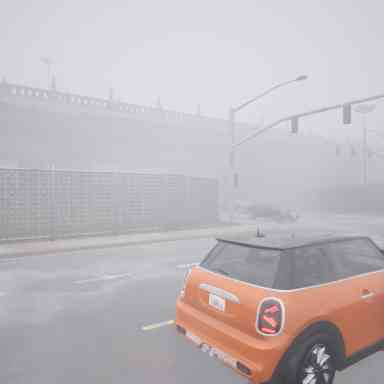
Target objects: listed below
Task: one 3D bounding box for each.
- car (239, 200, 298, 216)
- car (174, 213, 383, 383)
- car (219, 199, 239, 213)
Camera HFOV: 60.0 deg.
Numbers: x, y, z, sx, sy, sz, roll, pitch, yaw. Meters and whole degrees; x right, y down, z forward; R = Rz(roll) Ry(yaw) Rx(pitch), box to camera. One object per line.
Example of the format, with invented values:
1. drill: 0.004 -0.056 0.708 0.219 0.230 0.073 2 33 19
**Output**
1. car: 6.304 1.546 26.546 2.128 1.511 4.902 0 0 -30
2. car: 2.045 1.352 5.245 4.553 1.767 2.097 0 0 -35
3. car: 4.683 1.533 35.465 1.882 1.535 5.008 0 0 -35
